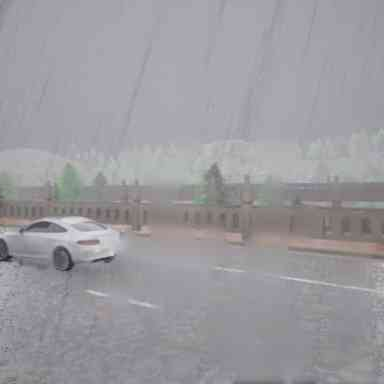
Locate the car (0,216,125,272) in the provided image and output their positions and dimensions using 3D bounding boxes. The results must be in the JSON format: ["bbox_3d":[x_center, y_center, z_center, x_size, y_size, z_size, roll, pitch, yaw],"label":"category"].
[{"bbox_3d":[-4.224,1.485,10.518,4.674,1.442,1.812,0,0,30],"label":"car"}]
